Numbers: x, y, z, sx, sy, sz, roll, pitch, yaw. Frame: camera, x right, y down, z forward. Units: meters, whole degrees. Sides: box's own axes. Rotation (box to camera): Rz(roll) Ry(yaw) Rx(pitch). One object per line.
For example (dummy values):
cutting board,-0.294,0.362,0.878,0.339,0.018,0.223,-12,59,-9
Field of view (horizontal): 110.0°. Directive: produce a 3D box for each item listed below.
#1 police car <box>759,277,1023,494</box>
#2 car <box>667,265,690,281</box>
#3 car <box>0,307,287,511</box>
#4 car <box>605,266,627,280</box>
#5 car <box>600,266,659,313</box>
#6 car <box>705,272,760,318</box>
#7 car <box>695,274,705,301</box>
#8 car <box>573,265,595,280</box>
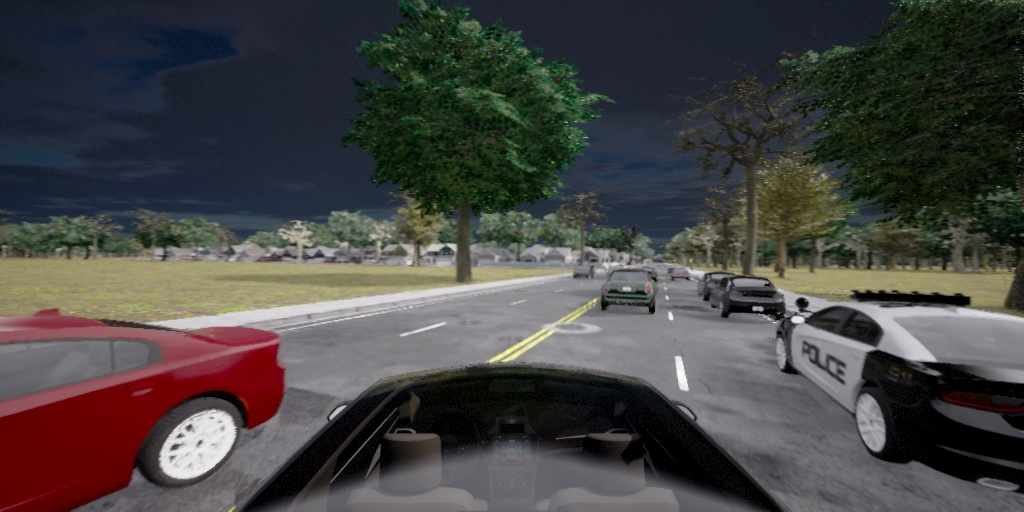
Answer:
police car,5.165,1.277,4.792,1.930,1.638,5.238,0,-1,22
car,18.369,1.990,39.284,2.033,1.411,5.357,0,-1,23
car,-4.117,1.180,2.162,1.882,1.535,5.008,0,-1,22
car,11.918,1.883,41.001,1.837,1.490,4.892,0,-1,22
car,5.244,1.333,15.790,2.097,1.767,4.553,0,-1,22
car,8.937,1.512,13.932,1.837,1.490,4.892,0,-1,22
car,11.227,1.608,19.478,1.837,1.490,4.892,0,-1,22
car,8.142,1.825,40.371,1.837,1.490,4.892,0,-1,22
